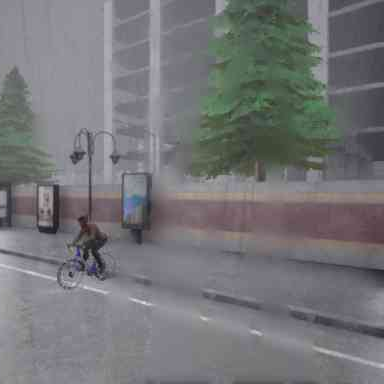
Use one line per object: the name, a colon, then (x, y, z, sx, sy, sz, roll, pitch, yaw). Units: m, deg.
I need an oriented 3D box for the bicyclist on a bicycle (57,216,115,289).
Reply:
bicyclist on a bicycle: (-2.467, 1.398, 7.946, 0.582, 1.620, 1.656, 0, 0, 36)
